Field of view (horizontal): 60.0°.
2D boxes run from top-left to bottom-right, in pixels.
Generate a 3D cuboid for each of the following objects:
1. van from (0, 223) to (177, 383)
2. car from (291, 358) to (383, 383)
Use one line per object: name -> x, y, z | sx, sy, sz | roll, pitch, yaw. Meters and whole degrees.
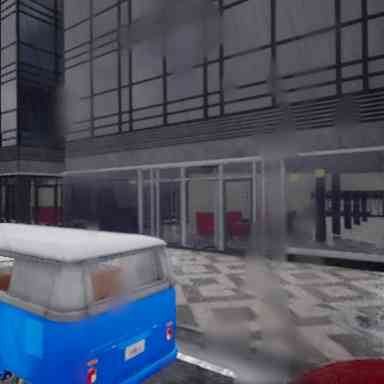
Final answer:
van -> -2.087, 1.379, 4.456 | 3.998, 1.788, 1.690 | -1, -1, 35
car -> 2.476, 1.532, 1.202 | 4.507, 1.381, 1.887 | -1, -1, 35
